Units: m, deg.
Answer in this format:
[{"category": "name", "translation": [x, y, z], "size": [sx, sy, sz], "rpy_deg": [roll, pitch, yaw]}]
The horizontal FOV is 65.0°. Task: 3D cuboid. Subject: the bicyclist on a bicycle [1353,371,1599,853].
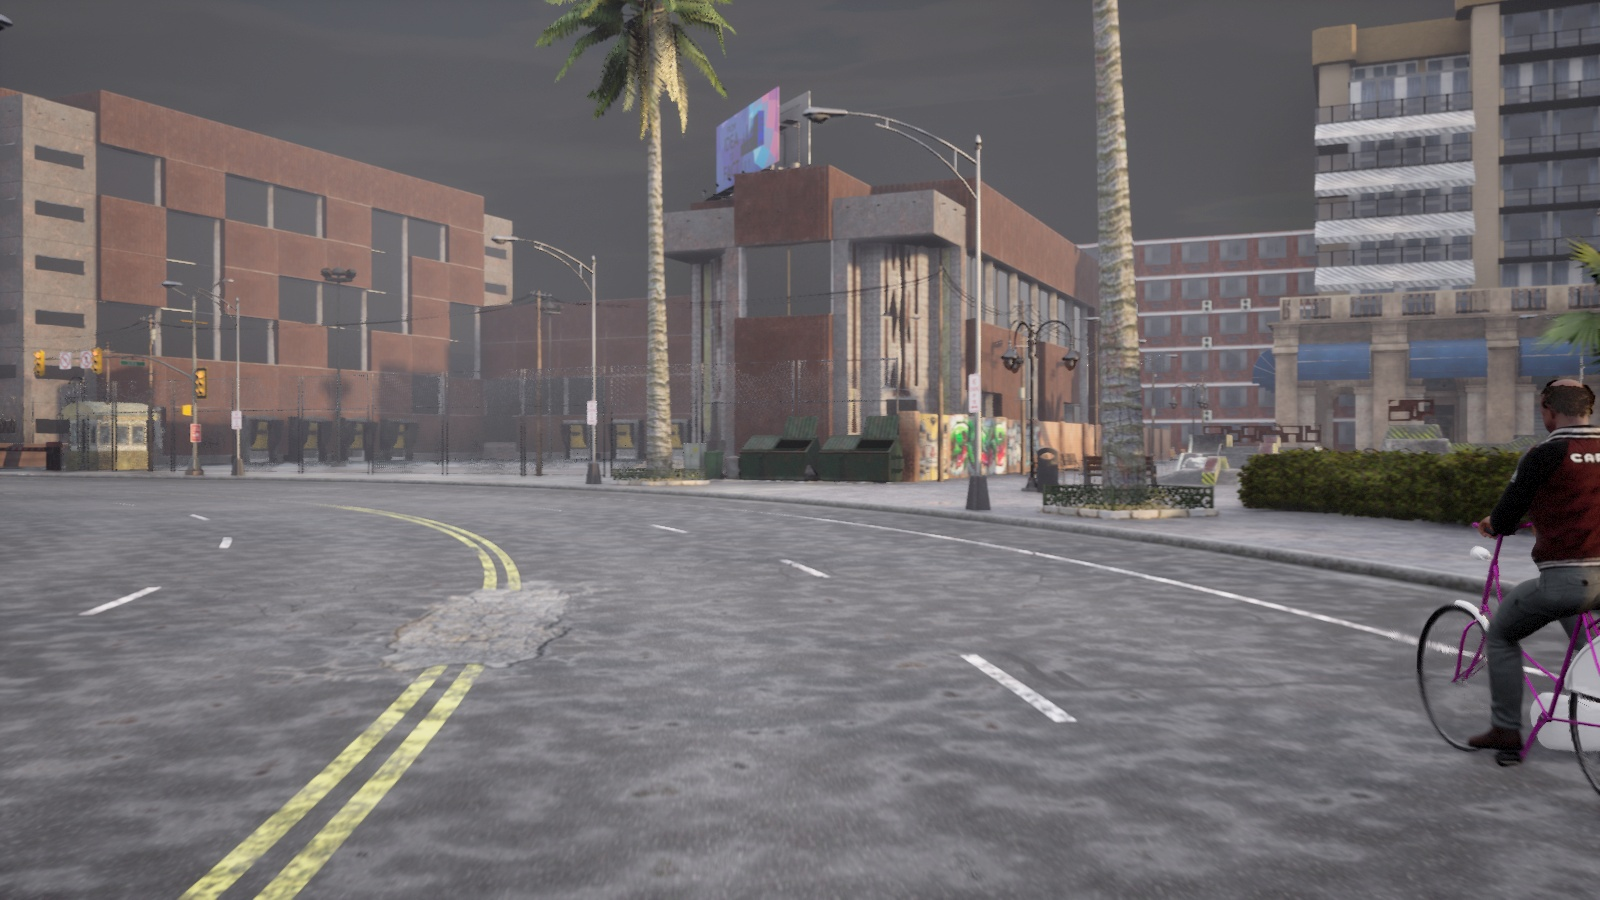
[{"category": "bicyclist on a bicycle", "translation": [3.214, 0.588, 5.492], "size": [0.659, 1.776, 1.843], "rpy_deg": [0, 1, -4]}]
